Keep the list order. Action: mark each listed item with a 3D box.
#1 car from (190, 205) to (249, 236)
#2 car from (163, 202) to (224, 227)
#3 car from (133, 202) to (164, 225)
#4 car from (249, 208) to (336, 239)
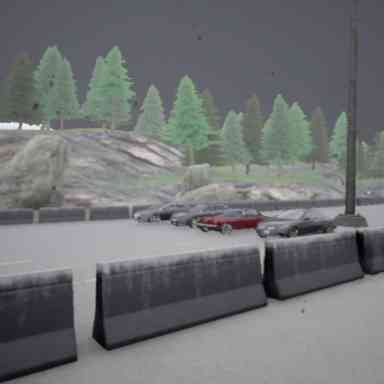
[{"bbox_3d":[2.523,1.608,18.687,4.718,1.301,1.895,0,0,-35],"label":"car"},{"bbox_3d":[0.874,1.511,21.809,4.892,1.490,1.837,0,0,-35],"label":"car"},{"bbox_3d":[-1.838,1.499,24.174,4.902,1.511,2.128,0,0,-35],"label":"car"},{"bbox_3d":[5.235,1.531,16.321,4.674,1.442,1.812,0,0,-35],"label":"car"}]
